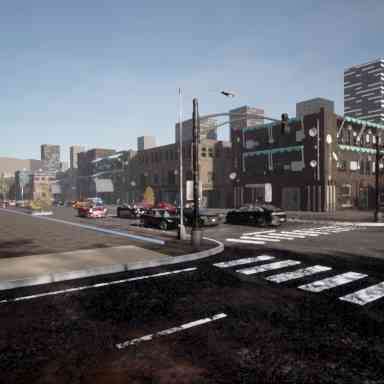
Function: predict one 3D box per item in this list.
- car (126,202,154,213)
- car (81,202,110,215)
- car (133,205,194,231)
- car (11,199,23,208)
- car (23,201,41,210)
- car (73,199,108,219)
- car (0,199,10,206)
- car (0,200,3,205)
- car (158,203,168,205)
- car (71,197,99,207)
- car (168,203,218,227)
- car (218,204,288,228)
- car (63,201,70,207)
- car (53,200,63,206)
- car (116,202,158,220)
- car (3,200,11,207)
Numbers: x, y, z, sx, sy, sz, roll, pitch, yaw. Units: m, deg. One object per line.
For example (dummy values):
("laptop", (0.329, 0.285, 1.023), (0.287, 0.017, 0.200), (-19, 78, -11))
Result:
("car", (-6.863, 1.966, 43.597), (1.802, 1.307, 4.206), (-2, 0, -37))
("car", (-11.847, 1.974, 40.624), (1.812, 1.442, 4.674), (-1, 0, -36))
("car", (-2.042, 1.815, 22.959), (1.947, 1.339, 4.313), (-2, 0, -37))
("car", (-33.469, 2.375, 65.168), (2.008, 1.369, 4.403), (-1, 0, -37))
("car", (-26.735, 2.232, 56.167), (1.752, 1.417, 4.829), (-1, 0, -37))
("car", (-10.260, 1.846, 34.143), (1.967, 1.590, 4.097), (-2, 0, -37))
("car", (-46.731, 2.597, 82.895), (1.887, 1.381, 4.507), (-1, 0, -37))
("car", (-43.416, 2.547, 78.464), (2.008, 1.369, 4.403), (-1, 0, -37))
("car", (-3.548, 1.904, 39.165), (1.802, 1.307, 4.206), (-2, 0, -37))
("car", (-16.970, 1.909, 52.794), (2.097, 1.767, 4.553), (-1, 0, -37))
("car", (0.263, 1.783, 24.397), (1.994, 1.385, 4.181), (-1, 0, -38))
("car", (4.496, 1.646, 23.847), (2.128, 1.511, 4.902), (-1, 0, -37))
("car", (-23.443, 2.227, 65.757), (1.887, 1.381, 4.507), (-1, 0, -37))
("car", (-30.075, 2.363, 74.622), (1.947, 1.339, 4.313), (-1, 0, -37))
("car", (-5.721, 1.825, 32.421), (2.128, 1.511, 4.902), (-1, 0, -37))
("car", (-40.102, 2.379, 74.031), (1.967, 1.590, 4.097), (-1, 0, -37))
